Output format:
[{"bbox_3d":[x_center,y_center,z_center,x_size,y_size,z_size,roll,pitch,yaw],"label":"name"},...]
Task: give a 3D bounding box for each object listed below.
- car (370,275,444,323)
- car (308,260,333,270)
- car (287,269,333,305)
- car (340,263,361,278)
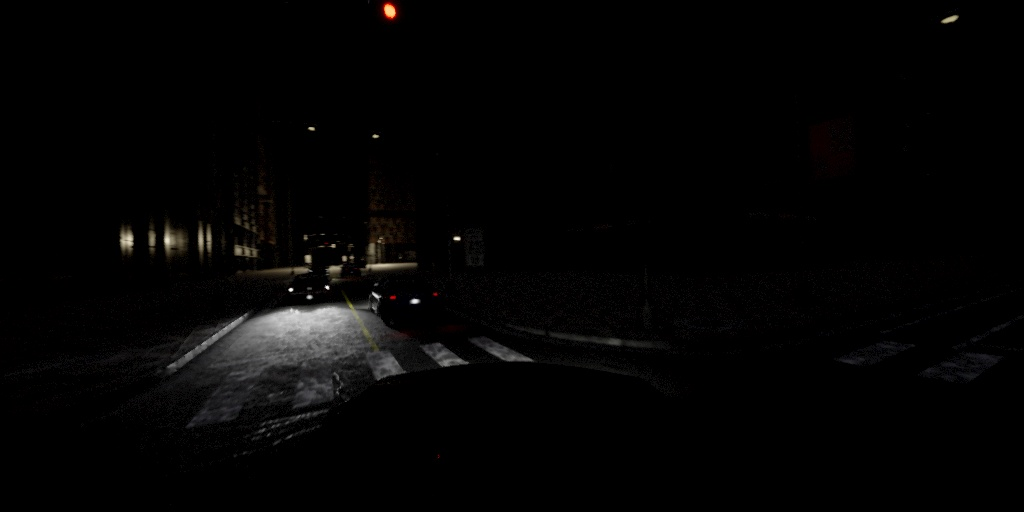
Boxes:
[{"bbox_3d":[-3.859,1.380,12.764,1.994,1.385,4.181,-2,0,-26],"label":"car"},{"bbox_3d":[-21.250,1.558,39.521,2.097,1.767,4.553,-2,0,-27],"label":"car"},{"bbox_3d":[-10.184,1.575,18.189,1.895,1.301,4.718,-2,0,-28],"label":"car"},{"bbox_3d":[-18.174,1.594,40.302,1.882,1.535,5.008,-2,0,-27],"label":"car"}]
